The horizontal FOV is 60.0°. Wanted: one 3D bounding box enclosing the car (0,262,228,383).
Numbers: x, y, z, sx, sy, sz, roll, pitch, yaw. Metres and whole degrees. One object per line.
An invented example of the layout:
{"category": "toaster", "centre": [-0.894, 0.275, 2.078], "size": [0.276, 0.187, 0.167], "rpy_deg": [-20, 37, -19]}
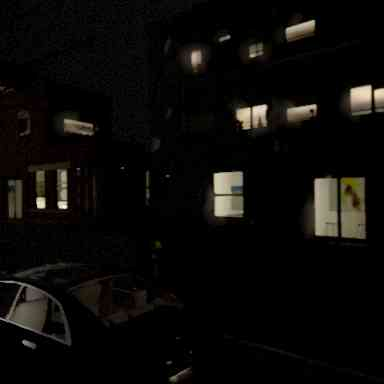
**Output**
{"category": "car", "centre": [-1.692, 1.556, 4.081], "size": [4.403, 1.369, 2.008], "rpy_deg": [0, -1, 35]}
